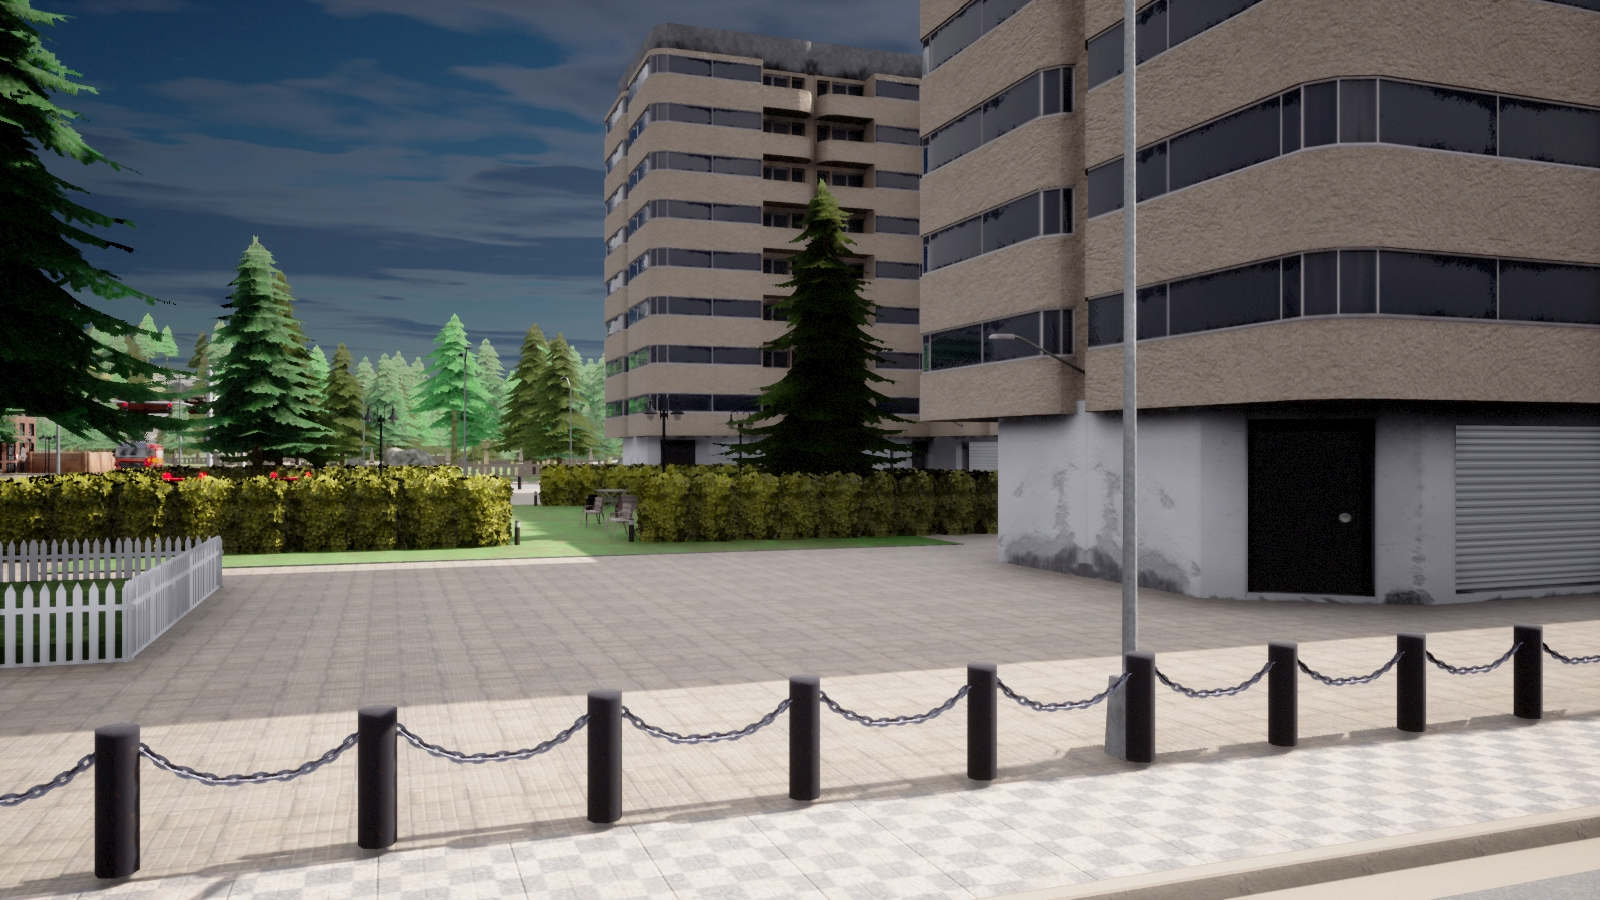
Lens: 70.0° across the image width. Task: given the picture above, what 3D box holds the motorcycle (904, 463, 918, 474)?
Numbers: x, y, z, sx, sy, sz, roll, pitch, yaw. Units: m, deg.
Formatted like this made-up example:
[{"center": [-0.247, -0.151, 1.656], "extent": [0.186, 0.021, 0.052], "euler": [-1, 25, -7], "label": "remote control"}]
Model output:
[{"center": [12.524, 2.130, 128.966], "extent": [0.803, 1.199, 2.033], "euler": [0, 0, -19], "label": "motorcycle"}]

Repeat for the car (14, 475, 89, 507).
[{"center": [-38.243, 2.063, 58.523], "extent": [2.163, 1.488, 4.792], "euler": [0, 0, -20], "label": "car"}]
